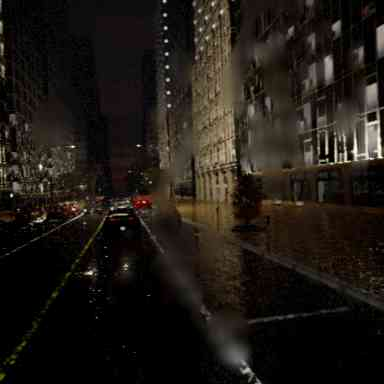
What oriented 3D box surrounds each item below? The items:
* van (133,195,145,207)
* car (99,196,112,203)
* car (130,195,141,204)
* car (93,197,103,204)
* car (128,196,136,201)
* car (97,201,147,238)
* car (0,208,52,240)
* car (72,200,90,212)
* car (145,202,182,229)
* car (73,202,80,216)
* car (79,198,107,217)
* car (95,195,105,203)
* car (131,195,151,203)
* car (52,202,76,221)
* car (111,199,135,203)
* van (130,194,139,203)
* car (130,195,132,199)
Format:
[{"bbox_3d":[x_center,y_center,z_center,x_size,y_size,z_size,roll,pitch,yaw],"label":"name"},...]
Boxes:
[{"bbox_3d":[-8.718,1.407,54.677,1.690,1.788,3.998,-3,0,-12],"label":"van"},{"bbox_3d":[-16.810,1.854,65.719,1.837,1.490,4.892,-3,0,-12],"label":"car"},{"bbox_3d":[-12.193,1.561,71.370,1.967,1.590,4.097,-3,0,-12],"label":"car"},{"bbox_3d":[-22.708,1.973,80.788,1.967,1.590,4.097,-3,0,-12],"label":"car"},{"bbox_3d":[-16.826,1.743,93.627,2.008,1.369,4.403,-3,0,-12],"label":"car"},{"bbox_3d":[-3.871,1.555,18.628,2.128,1.511,4.902,-3,0,-11],"label":"car"},{"bbox_3d":[-9.942,1.879,19.585,2.008,1.369,4.403,-3,0,-12],"label":"car"},{"bbox_3d":[-15.708,1.948,47.239,1.752,1.417,4.829,-3,0,-12],"label":"car"},{"bbox_3d":[-1.746,1.503,21.295,2.008,1.369,4.403,-3,0,-12],"label":"car"},{"bbox_3d":[-13.428,1.826,36.276,1.967,1.590,4.097,-3,0,-12],"label":"car"},{"bbox_3d":[-10.560,1.766,35.746,1.837,1.490,4.892,-3,0,-12],"label":"car"},{"bbox_3d":[-23.875,1.866,86.351,2.192,1.841,5.009,-3,0,-12],"label":"car"},{"bbox_3d":[-6.399,1.344,43.549,2.192,1.841,5.009,-3,0,-12],"label":"car"},{"bbox_3d":[-12.260,1.948,30.713,1.802,1.307,4.206,-3,0,-12],"label":"car"},{"bbox_3d":[-7.273,1.719,35.020,1.895,1.301,4.718,-3,0,-11],"label":"car"},{"bbox_3d":[-13.358,1.480,76.933,1.690,1.788,3.998,-3,0,-12],"label":"van"},{"bbox_3d":[-7.559,1.363,49.114,2.192,1.841,5.009,-3,0,-12],"label":"car"}]
